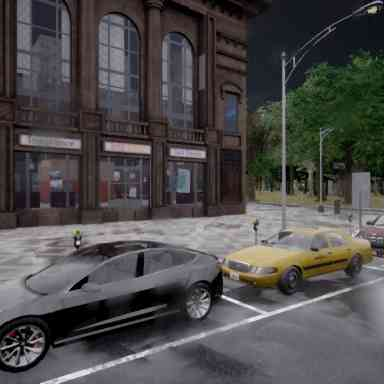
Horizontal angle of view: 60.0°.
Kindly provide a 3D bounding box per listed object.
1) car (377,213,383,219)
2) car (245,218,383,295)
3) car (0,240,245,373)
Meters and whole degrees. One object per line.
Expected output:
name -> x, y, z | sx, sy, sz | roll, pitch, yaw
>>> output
car -> 7.453, 1.441, 11.974 | 4.097, 1.590, 1.967 | 0, 0, -36
car -> 2.891, 1.526, 8.715 | 4.829, 1.417, 1.752 | 0, 0, -36
car -> -1.396, 1.566, 5.653 | 4.313, 1.339, 1.947 | 0, 0, -36
